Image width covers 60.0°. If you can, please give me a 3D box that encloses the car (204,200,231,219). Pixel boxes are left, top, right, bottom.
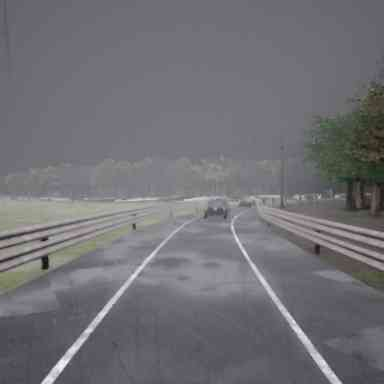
[{"bbox_3d":[2.449,1.496,31.099,2.097,1.767,4.553,0,0,12],"label":"car"}]

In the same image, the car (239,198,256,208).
[{"bbox_3d":[8.524,1.639,51.099,1.812,1.442,4.674,0,0,22],"label":"car"}]
